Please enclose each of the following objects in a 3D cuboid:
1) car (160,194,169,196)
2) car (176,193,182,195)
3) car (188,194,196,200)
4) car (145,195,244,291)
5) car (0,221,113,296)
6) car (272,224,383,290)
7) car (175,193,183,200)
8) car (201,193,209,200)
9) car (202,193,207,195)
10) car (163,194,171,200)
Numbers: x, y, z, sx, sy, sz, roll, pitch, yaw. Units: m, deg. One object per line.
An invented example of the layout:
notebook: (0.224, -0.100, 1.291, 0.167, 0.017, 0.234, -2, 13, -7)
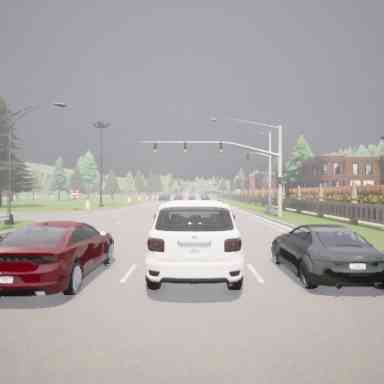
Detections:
car: (-7.015, 1.347, 82.021, 2.097, 1.767, 4.553, 0, 0, 0)
car: (-3.515, 1.516, 82.052, 1.812, 1.442, 4.674, 0, 0, 0)
car: (-0.017, 1.372, 92.056, 2.033, 1.411, 5.357, 0, 0, 0)
car: (0.065, 1.222, 9.187, 2.150, 2.045, 5.566, 0, 0, 0)
car: (-3.439, 1.478, 8.685, 1.882, 1.535, 5.008, 0, 0, 0)
car: (3.565, 1.564, 9.136, 1.994, 1.385, 4.181, 0, 0, 0)
car: (-3.517, 1.187, 92.025, 2.097, 1.767, 4.553, 0, 0, 0)
car: (3.483, 1.187, 92.027, 2.097, 1.767, 4.553, 0, 0, 0)
car: (3.485, 1.587, 82.083, 1.895, 1.301, 4.718, 0, 0, 0)
car: (-7.017, 1.332, 92.055, 1.837, 1.490, 4.892, 0, 0, 0)
